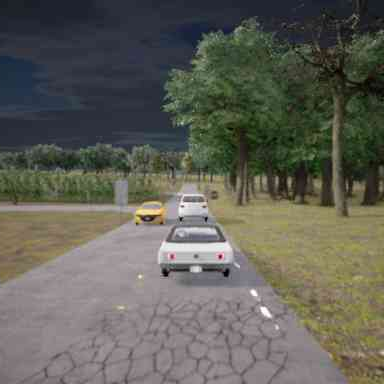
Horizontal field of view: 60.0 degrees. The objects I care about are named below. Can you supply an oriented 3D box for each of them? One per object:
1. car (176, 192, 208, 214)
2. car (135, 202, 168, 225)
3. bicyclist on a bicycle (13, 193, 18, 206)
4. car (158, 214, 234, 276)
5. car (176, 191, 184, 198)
[{"bbox_3d":[0.094,1.179,26.114,2.150,2.045,5.566,0,0,0],"label":"car"},{"bbox_3d":[-2.809,1.445,23.686,1.882,1.535,5.008,0,0,0],"label":"car"},{"bbox_3d":[-23.446,1.002,44.147,0.582,1.620,1.656,0,1,-11],"label":"bicyclist on a bicycle"},{"bbox_3d":[0.101,1.602,10.361,1.895,1.301,4.718,0,0,0],"label":"car"},{"bbox_3d":[-2.746,0.642,79.117,1.812,1.442,4.674,0,2,0],"label":"car"}]
